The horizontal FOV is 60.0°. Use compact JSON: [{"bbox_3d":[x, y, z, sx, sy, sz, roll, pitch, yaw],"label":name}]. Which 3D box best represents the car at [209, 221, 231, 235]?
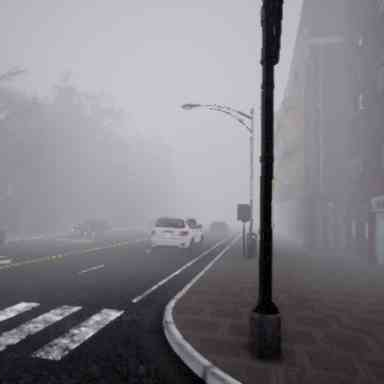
[{"bbox_3d":[3.237,4.267,39.725,1.837,1.490,4.892,1,-4,11],"label":"car"}]

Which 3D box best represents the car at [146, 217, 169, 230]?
[{"bbox_3d":[-4.937,4.517,48.606,2.097,1.767,4.553,1,-4,12],"label":"car"}]

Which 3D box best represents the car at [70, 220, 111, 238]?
[{"bbox_3d":[-8.856,3.231,29.478,1.837,1.490,4.892,1,-4,12],"label":"car"}]

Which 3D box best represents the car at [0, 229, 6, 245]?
[{"bbox_3d":[-11.503,2.216,16.297,1.882,1.535,5.008,1,-4,11],"label":"car"}]

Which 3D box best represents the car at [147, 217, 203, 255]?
[{"bbox_3d":[-0.742,2.503,19.856,2.150,2.045,5.566,1,-4,11],"label":"car"}]
